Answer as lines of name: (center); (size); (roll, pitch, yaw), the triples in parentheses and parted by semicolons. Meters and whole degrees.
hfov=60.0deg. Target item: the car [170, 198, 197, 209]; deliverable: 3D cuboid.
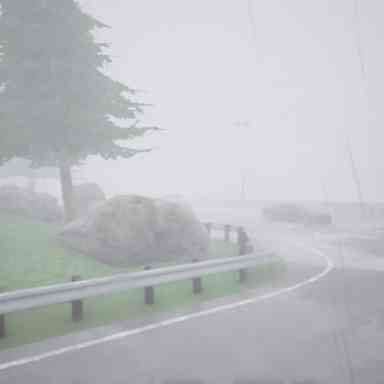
car: (-1.270, 1.546, 47.346); (1.994, 1.385, 4.181); (0, 0, -34)

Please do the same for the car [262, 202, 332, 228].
car: (7.025, 1.466, 22.641); (1.882, 1.535, 5.008); (0, 0, -34)

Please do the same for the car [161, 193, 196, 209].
car: (-1.928, 1.207, 42.064); (2.150, 2.045, 5.566); (0, 0, -34)
